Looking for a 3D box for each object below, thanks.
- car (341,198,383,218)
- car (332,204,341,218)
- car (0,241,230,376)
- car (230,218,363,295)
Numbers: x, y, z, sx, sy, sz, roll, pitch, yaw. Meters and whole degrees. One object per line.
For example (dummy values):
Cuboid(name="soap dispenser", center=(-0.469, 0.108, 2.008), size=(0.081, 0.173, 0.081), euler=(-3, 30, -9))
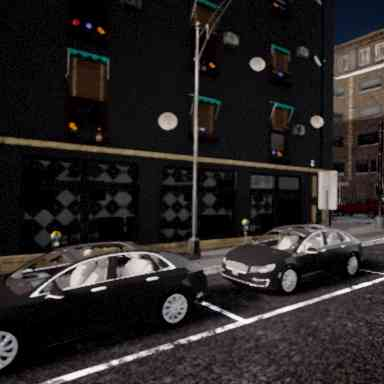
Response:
Cuboid(name="car", center=(16.167, 1.469, 31.657), size=(2.192, 1.841, 5.009), euler=(1, -1, -35))
Cuboid(name="car", center=(9.334, 1.420, 26.803), size=(1.967, 1.590, 4.097), euler=(1, -1, -35))
Cuboid(name="car", center=(-1.753, 1.552, 5.440), size=(4.403, 1.369, 2.008), euler=(0, 1, -35))
Cuboid(name="car", center=(2.744, 1.560, 8.659), size=(4.403, 1.369, 2.008), euler=(0, 1, -35))
